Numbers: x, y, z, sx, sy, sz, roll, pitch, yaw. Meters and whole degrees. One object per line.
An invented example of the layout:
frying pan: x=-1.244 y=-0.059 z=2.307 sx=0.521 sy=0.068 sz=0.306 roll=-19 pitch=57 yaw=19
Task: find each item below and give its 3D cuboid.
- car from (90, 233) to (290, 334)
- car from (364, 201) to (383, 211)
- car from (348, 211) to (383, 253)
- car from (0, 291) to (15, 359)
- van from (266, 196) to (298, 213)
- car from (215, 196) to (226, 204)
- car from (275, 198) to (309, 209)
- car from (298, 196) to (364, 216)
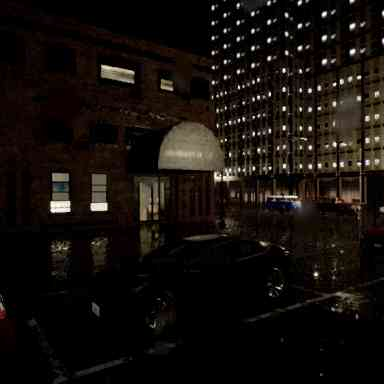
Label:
car: x=0.185 y=1.565 z=6.764 sx=4.313 sy=1.339 sz=1.947 roll=0 pitch=0 yaw=-35
car: x=20.004 y=1.499 z=36.525 sx=2.008 sy=1.369 sz=4.403 roll=0 pitch=0 yaw=-35
car: x=8.031 y=1.543 z=12.430 sx=4.507 sy=1.381 sz=1.887 roll=0 pitch=0 yaw=-35
car: x=-4.282 y=1.440 z=3.516 sx=4.097 sy=1.590 sz=1.967 roll=0 pitch=0 yaw=-35
van: x=9.959 y=1.326 z=36.287 sx=1.690 sy=1.788 sz=3.998 roll=0 pitch=0 yaw=-35
car: x=4.086 y=1.437 z=59.407 sx=1.752 sy=1.417 sz=4.829 roll=0 pitch=0 yaw=-35
car: x=13.676 y=1.514 z=45.622 sx=1.802 sy=1.307 sz=4.206 roll=0 pitch=0 yaw=-35
car: x=13.123 y=1.308 z=31.738 sx=2.192 sy=1.841 sz=5.009 roll=0 pitch=0 yaw=-35
